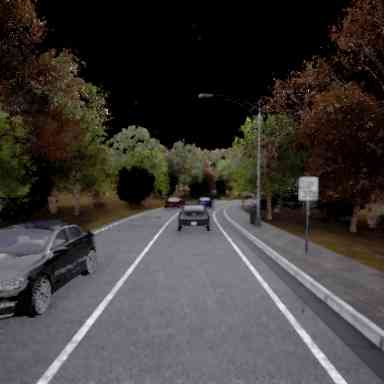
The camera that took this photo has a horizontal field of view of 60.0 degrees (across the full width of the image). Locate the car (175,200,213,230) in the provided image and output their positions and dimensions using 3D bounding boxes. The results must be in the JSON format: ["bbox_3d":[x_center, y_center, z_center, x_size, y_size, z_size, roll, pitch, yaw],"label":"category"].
[{"bbox_3d":[0.127,1.457,20.490,1.837,1.490,4.892,0,0,0],"label":"car"}]

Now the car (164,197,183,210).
[{"bbox_3d":[-2.137,1.363,41.502,1.882,1.535,5.008,1,0,8],"label":"car"}]

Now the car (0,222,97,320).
[{"bbox_3d":[-3.581,1.474,7.475,2.128,1.511,4.902,0,0,0],"label":"car"}]

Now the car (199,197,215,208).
[{"bbox_3d":[1.834,1.406,43.172,1.882,1.535,5.008,1,0,9],"label":"car"}]
